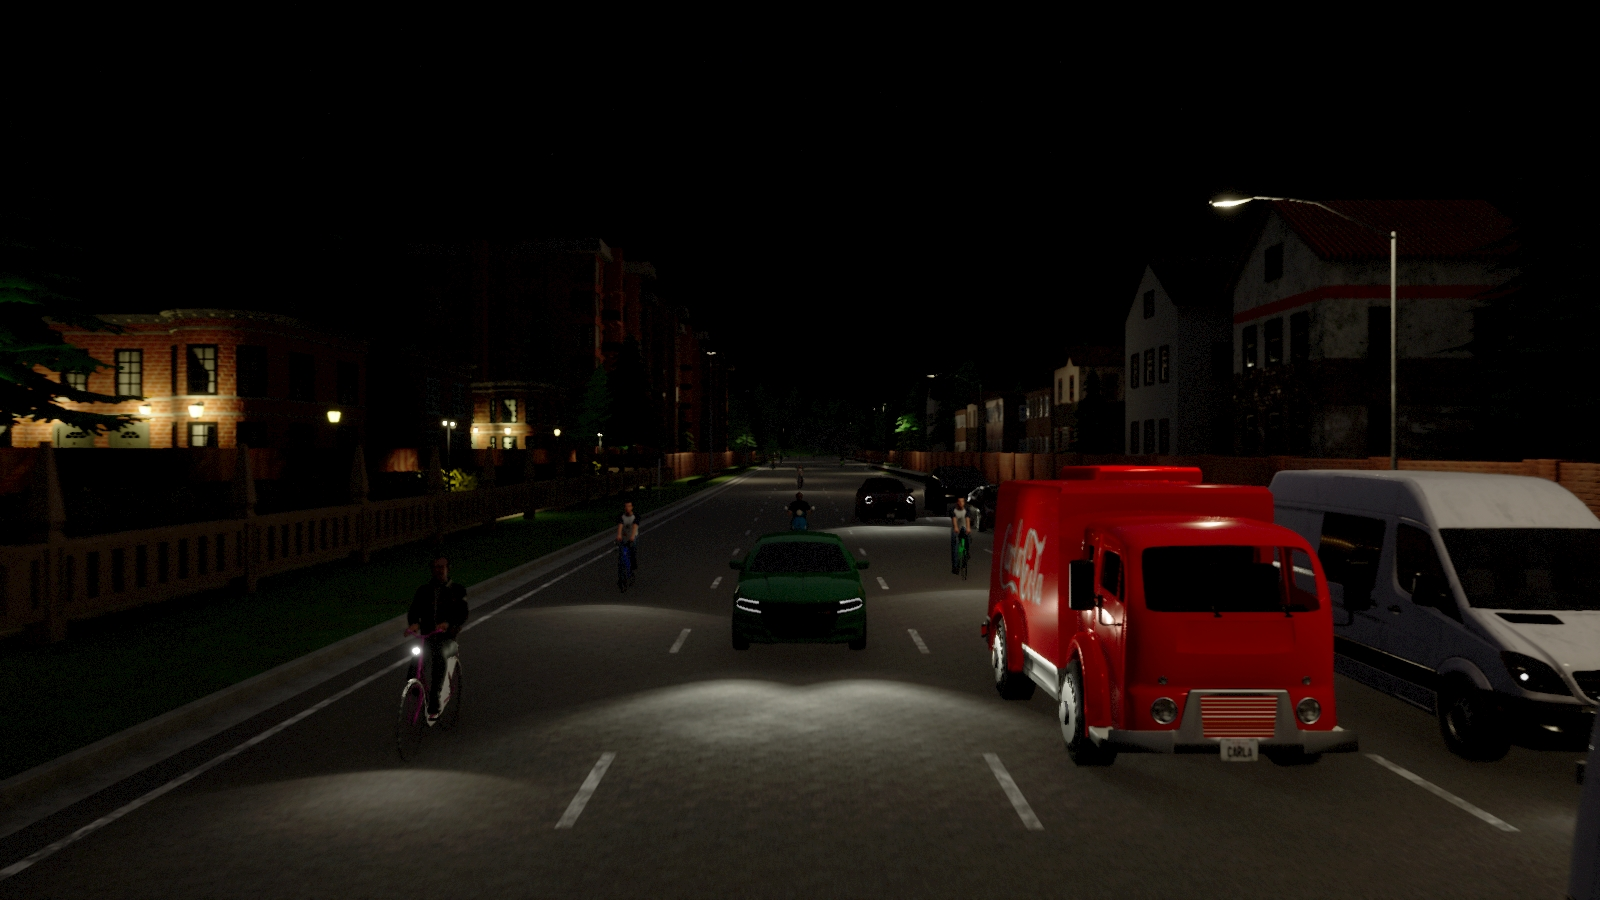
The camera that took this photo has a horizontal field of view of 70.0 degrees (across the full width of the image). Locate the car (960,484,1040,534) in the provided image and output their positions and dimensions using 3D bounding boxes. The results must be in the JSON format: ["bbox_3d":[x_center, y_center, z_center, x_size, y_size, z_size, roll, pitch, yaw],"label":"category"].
[{"bbox_3d":[6.975,2.040,40.264,2.007,1.525,4.514,0,0,0],"label":"car"}]

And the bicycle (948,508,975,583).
[{"bbox_3d":[3.521,2.056,24.959,0.373,1.496,1.643,0,0,0],"label":"bicycle"}]

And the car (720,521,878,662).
[{"bbox_3d":[-0.010,2.034,17.675,2.097,1.535,5.006,0,0,0],"label":"car"}]

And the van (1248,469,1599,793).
[{"bbox_3d":[6.995,1.534,12.342,1.988,2.561,5.915,0,0,0],"label":"van"}]

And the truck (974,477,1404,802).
[{"bbox_3d":[3.492,1.569,11.694,2.627,2.467,5.204,0,0,0],"label":"truck"}]

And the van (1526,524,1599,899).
[{"bbox_3d":[3.501,1.534,0.983,1.988,2.561,5.915,0,0,0],"label":"van"}]

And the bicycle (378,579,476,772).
[{"bbox_3d":[-3.499,2.060,10.831,0.329,1.471,1.835,0,0,0],"label":"bicycle"}]

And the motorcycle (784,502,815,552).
[{"bbox_3d":[-0.017,2.141,32.031,0.856,1.316,1.805,0,-1,0],"label":"motorcycle"}]

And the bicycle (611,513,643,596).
[{"bbox_3d":[-3.443,2.056,22.782,0.373,1.496,1.643,0,0,1],"label":"bicycle"}]

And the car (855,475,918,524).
[{"bbox_3d":[3.379,1.906,45.459,2.097,1.767,4.553,0,0,-1],"label":"car"}]
